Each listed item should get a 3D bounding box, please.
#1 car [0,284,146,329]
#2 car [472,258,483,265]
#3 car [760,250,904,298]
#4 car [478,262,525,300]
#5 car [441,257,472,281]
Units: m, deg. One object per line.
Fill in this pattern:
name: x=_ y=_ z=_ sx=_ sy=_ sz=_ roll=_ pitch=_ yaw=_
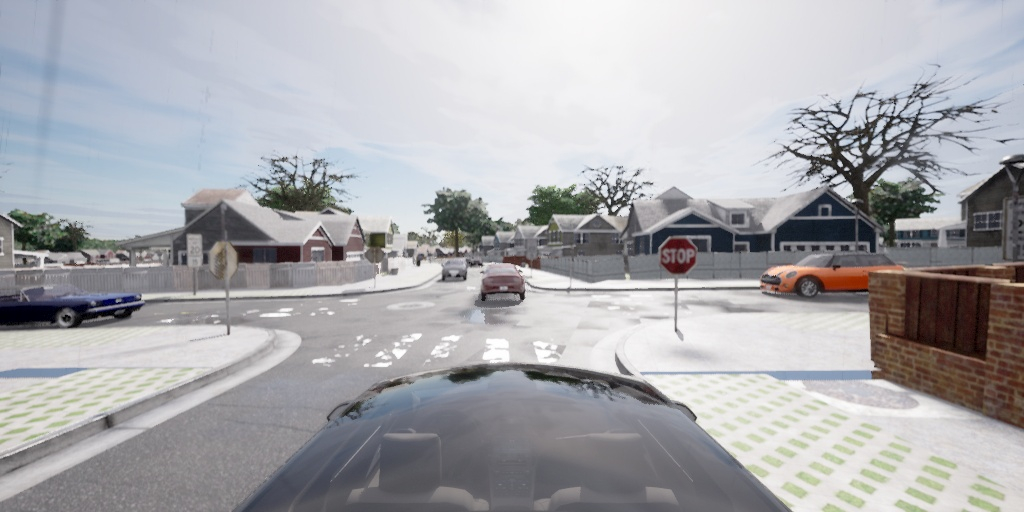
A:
car: x=-15.040 y=1.579 z=11.542 sx=4.718 sy=1.301 sz=1.895 roll=-1 pitch=1 yaw=-5
car: x=-5.615 y=0.956 z=54.489 sx=1.895 sy=1.301 sz=4.718 roll=0 pitch=0 yaw=-12
car: x=12.614 y=0.656 z=14.298 sx=4.553 sy=1.767 sz=2.097 roll=-1 pitch=1 yaw=6
car: x=-0.455 y=1.096 z=16.302 sx=1.812 sy=1.442 sz=4.674 roll=-1 pitch=0 yaw=-3
car: x=-4.335 y=1.018 z=27.491 sx=2.128 sy=1.511 sz=4.902 roll=0 pitch=0 yaw=-6
